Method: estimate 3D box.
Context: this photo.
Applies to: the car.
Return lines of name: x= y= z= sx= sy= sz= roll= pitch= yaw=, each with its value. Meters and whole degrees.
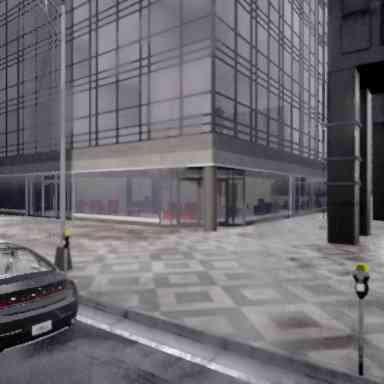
car: x=-3.742 y=1.542 z=5.631 sx=4.403 sy=1.369 sz=2.008 roll=0 pitch=0 yaw=35
